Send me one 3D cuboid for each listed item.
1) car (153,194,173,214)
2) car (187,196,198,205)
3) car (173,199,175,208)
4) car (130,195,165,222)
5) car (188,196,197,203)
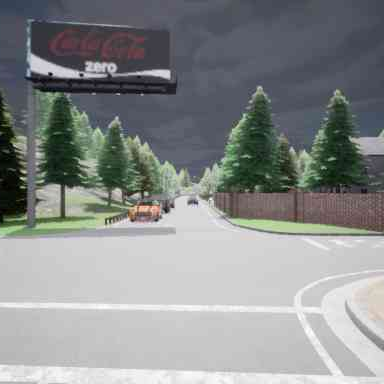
[{"bbox_3d":[-3.571,1.220,36.194,2.150,2.045,5.566,0,0,0],"label":"car"},{"bbox_3d":[0.144,1.601,58.715,1.895,1.301,4.718,0,0,0],"label":"car"},{"bbox_3d":[-3.553,1.351,46.789,2.097,1.767,4.553,0,0,0],"label":"car"},{"bbox_3d":[-3.580,1.352,26.502,2.097,1.767,4.553,0,0,0],"label":"car"},{"bbox_3d":[0.158,1.505,68.774,1.837,1.490,4.892,0,0,0],"label":"car"}]
